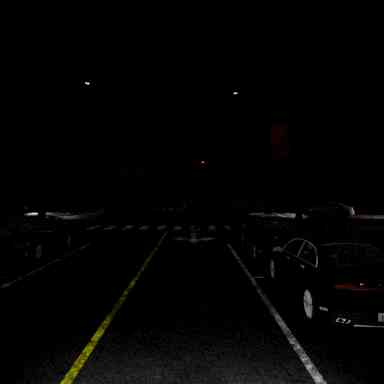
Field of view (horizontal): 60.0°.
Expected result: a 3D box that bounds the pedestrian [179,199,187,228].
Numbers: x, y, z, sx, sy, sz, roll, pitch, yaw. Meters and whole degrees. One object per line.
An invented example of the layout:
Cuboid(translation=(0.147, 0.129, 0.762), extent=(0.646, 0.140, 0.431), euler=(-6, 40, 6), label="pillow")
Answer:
Cuboid(translation=(-0.516, 1.297, 20.410), extent=(0.375, 1.860, 0.375), euler=(0, 0, 0), label="pedestrian")

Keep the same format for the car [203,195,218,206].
Cuboid(translation=(3.235, 1.567, 54.098), extent=(2.008, 1.369, 4.403), euler=(0, 0, 1), label="car")

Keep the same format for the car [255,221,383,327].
Cuboid(translation=(2.799, 1.551, 6.924), extent=(2.008, 1.369, 4.403), euler=(0, 0, 0), label="car")

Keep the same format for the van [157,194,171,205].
Cuboid(translation=(-5.210, 1.360, 59.730), extent=(1.690, 1.788, 3.998), euler=(0, 0, 1), label="van")

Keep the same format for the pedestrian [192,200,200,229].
Cuboid(translation=(0.209, 1.297, 19.809), extent=(0.375, 1.860, 0.375), euler=(0, 0, 0), label="pedestrian")

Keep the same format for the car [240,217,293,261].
Cuboid(translation=(2.825, 1.552, 11.916), extent=(2.008, 1.369, 4.403), euler=(0, 0, 0), label="car")

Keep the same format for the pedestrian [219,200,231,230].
Cuboid(translation=(1.884, 1.297, 19.194), extent=(0.375, 1.860, 0.375), euler=(0, 0, 0), label="pedestrian")

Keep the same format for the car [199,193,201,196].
Cuboid(translation=(3.788, 1.478, 92.685), extent=(1.967, 1.590, 4.097), euler=(0, 0, 1), label="car")

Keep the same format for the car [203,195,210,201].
Cuboid(translation=(3.711, 1.560, 87.343), extent=(1.752, 1.417, 4.829), euler=(0, 0, 1), label="car")

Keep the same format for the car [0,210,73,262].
Cuboid(translation=(-5.700, 1.552, 11.964), extent=(2.008, 1.369, 4.403), euler=(0, 0, 0), label="car")

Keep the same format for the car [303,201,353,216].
Cuboid(translation=(15.150, 1.822, 37.224), extent=(4.892, 1.490, 1.837), euler=(1, 0, 0), label="car")

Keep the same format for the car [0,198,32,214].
Cuboid(translation=(-17.378, 1.282, 30.797), extent=(4.181, 1.385, 1.994), euler=(1, 0, 0), label="car")

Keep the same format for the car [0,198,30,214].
Cuboid(translation=(-16.618, 1.216, 27.537), extent=(4.902, 1.511, 2.128), euler=(1, 0, 1), label="car")

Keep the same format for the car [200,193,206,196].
Cuboid(translation=(3.472, 1.340, 70.635), extent=(2.192, 1.841, 5.009), euler=(0, 0, 1), label="car")

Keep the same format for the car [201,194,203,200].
Cuboid(translation=(3.393, 1.572, 65.123), extent=(2.008, 1.369, 4.403), euler=(0, 0, 1), label="car")

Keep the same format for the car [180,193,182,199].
Cuboid(translation=(-4.736, 1.353, 92.802), extent=(2.192, 1.841, 5.009), euler=(0, 0, 1), label="car")

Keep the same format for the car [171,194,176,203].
Cuboid(translation=(-5.052, 1.591, 70.754), extent=(1.947, 1.339, 4.313), euler=(0, 0, 1), label="car")

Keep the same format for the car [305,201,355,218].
Cuboid(translation=(14.071, 1.817, 33.964), extent=(4.674, 1.442, 1.812), euler=(1, 0, 1), label="car")

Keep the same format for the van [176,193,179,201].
Cuboid(translation=(-4.894, 1.372, 81.778), extent=(1.690, 1.788, 3.998), euler=(0, 0, 1), label="van")
